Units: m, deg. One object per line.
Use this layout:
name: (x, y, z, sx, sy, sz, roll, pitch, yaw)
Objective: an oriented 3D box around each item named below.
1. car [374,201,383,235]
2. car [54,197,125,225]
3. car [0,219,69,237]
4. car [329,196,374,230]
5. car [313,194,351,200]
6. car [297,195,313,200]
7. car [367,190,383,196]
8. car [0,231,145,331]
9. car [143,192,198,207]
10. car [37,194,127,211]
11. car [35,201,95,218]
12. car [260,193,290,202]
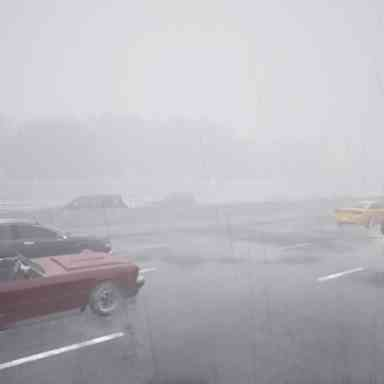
car: (11.031, 1.166, 15.869, 4.553, 1.767, 2.097, -1, 1, -35)
car: (-7.468, 1.283, 24.448, 4.553, 1.767, 2.097, -1, 0, -35)
car: (-4.634, 1.492, 9.037, 4.892, 1.490, 1.837, -1, 0, -35)
car: (10.436, 1.262, 19.736, 5.008, 1.535, 1.882, -1, 1, -35)
car: (16.018, 0.954, 36.729, 5.008, 1.535, 1.882, -2, 1, -35)
car: (14.622, 1.057, 40.001, 4.718, 1.301, 1.895, -2, 1, -35)
car: (31.289, 0.333, 55.887, 4.674, 1.442, 1.812, -2, 1, -34)
car: (-3.248, 1.595, 5.727, 4.718, 1.301, 1.895, -1, 0, -35)
car: (-2.037, 1.046, 32.592, 5.566, 2.045, 2.150, -1, 1, -35)
car: (-6.737, 1.166, 20.675, 5.566, 2.045, 2.150, -1, 0, -35)
car: (-11.460, 1.530, 30.200, 4.718, 1.301, 1.895, -1, 0, -35)
car: (11.570, 0.913, 46.420, 4.902, 1.511, 2.128, -2, 1, -35)
